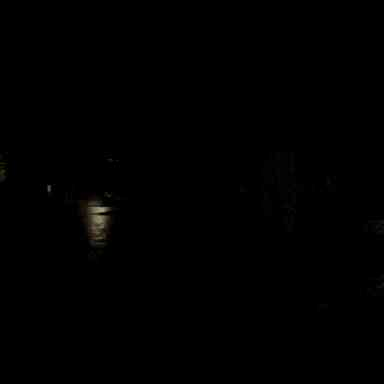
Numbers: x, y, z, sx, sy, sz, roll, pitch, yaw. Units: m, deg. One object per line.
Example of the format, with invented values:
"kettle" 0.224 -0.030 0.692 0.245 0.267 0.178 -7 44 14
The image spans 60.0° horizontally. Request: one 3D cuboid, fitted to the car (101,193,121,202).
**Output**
"car" -13.178 0.867 54.013 2.128 1.511 4.902 -1 1 -35
